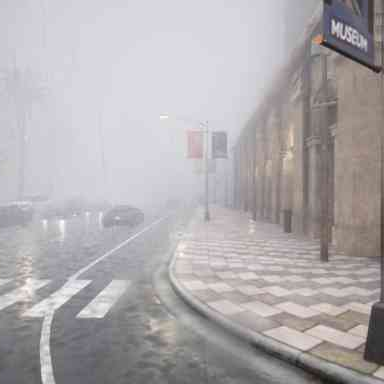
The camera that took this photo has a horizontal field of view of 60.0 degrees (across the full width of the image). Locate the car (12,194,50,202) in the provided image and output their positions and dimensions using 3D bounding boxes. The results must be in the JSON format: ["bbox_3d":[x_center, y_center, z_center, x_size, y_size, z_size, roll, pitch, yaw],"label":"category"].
[{"bbox_3d":[-14.794,1.214,30.421,2.150,2.045,5.566,0,0,2],"label":"car"}]

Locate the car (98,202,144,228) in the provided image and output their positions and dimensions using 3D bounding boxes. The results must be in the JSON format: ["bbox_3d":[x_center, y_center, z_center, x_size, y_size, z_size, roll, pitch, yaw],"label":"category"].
[{"bbox_3d":[-4.481,1.568,22.265,1.994,1.385,4.181,0,0,2],"label":"car"}]

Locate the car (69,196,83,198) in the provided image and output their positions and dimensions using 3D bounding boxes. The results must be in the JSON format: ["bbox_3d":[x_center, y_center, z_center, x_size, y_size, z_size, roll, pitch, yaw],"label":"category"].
[{"bbox_3d":[-14.353,1.343,40.737,2.097,1.767,4.553,0,0,3],"label":"car"}]

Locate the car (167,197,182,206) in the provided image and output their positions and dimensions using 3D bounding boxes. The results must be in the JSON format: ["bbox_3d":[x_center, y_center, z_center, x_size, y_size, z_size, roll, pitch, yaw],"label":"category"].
[{"bbox_3d":[-2.885,1.536,55.041,1.812,1.442,4.674,-1,0,9],"label":"car"}]

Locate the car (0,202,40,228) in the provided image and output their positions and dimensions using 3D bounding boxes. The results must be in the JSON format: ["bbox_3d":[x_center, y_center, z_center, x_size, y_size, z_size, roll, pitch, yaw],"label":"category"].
[{"bbox_3d":[-11.655,1.542,20.120,2.033,1.411,5.357,0,0,2],"label":"car"}]

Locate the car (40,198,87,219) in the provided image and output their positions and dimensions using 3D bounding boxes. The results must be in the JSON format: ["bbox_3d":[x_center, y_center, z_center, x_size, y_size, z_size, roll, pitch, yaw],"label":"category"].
[{"bbox_3d":[-11.321,1.519,29.543,1.812,1.442,4.674,0,0,2],"label":"car"}]

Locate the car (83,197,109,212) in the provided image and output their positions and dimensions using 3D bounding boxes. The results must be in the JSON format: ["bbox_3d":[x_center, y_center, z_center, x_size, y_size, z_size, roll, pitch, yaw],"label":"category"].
[{"bbox_3d":[-10.904,1.517,39.423,1.812,1.442,4.674,0,0,2],"label":"car"}]
